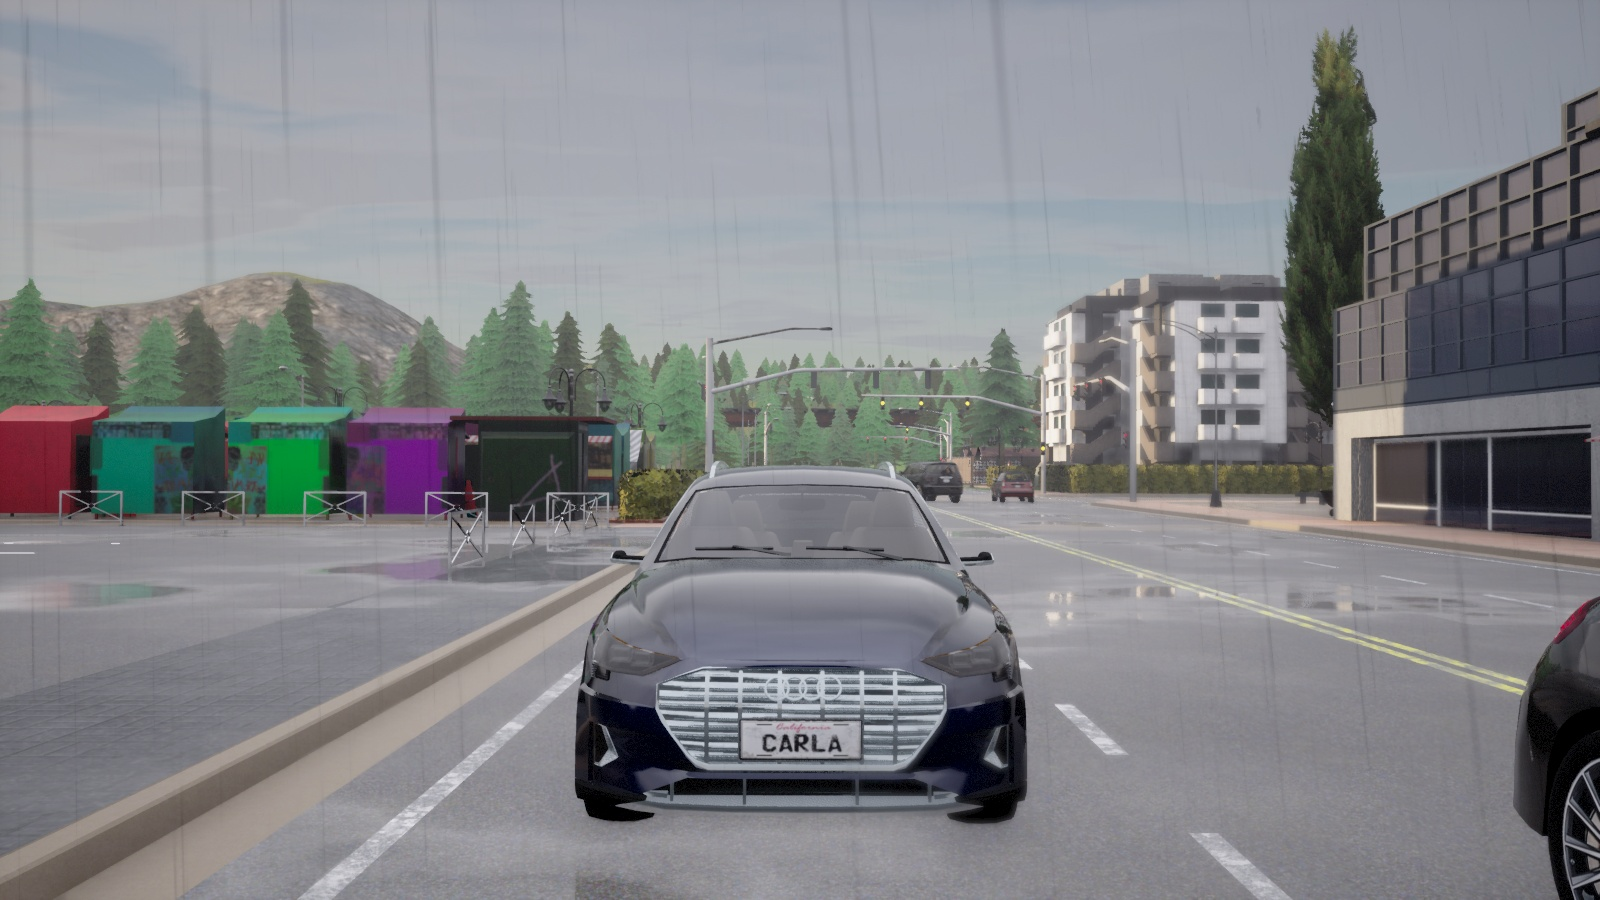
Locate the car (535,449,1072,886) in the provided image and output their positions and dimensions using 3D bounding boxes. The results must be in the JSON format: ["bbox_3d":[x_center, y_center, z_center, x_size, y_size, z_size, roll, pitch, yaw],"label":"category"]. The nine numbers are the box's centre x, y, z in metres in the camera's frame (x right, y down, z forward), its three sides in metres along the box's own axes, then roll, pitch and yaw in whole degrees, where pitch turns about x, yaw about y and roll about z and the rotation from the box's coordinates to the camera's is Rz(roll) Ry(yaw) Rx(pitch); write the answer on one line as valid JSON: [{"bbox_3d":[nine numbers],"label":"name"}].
[{"bbox_3d":[0.019,0.865,7.197,2.033,1.649,4.856,0,-1,0],"label":"car"}]

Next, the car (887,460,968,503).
[{"bbox_3d":[6.365,1.573,63.553,2.150,2.045,5.566,0,-1,-16],"label":"car"}]

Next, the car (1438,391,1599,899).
[{"bbox_3d":[3.494,0.617,2.241,2.152,1.651,5.027,0,-1,0],"label":"car"}]

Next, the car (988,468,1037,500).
[{"bbox_3d":[10.989,1.761,65.206,1.851,1.617,3.988,0,-1,0],"label":"car"}]
